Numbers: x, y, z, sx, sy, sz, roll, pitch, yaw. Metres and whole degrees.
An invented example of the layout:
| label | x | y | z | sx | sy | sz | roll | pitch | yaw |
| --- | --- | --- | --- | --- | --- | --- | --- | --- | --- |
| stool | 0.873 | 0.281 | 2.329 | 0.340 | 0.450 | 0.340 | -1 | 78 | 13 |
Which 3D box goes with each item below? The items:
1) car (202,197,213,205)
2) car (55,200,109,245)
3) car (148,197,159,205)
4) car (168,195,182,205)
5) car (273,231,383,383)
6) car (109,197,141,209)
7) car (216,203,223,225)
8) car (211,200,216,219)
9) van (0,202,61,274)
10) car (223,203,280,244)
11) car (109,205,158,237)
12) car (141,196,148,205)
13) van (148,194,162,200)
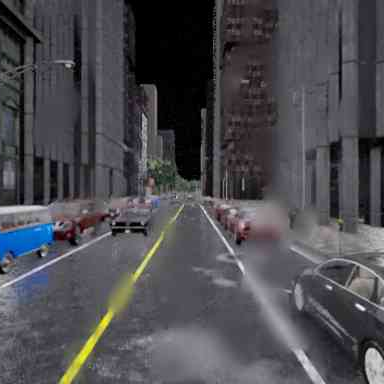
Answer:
| label | x | y | z | sx | sy | sz | roll | pitch | yaw |
| --- | --- | --- | --- | --- | --- | --- | --- | --- | --- |
| car | 2.761 | 1.518 | 59.186 | 1.967 | 1.590 | 4.097 | 0 | 0 | 0 |
| car | -5.762 | 1.321 | 15.656 | 2.192 | 1.841 | 5.009 | 0 | 0 | 0 |
| car | -5.764 | 1.620 | 42.860 | 1.802 | 1.307 | 4.206 | 0 | 0 | 0 |
| car | -3.001 | 1.687 | 62.567 | 1.994 | 1.385 | 4.181 | 0 | 0 | 0 |
| car | 2.763 | 1.553 | 4.780 | 2.008 | 1.369 | 4.403 | 0 | 0 | 0 |
| car | -5.762 | 1.325 | 26.538 | 2.192 | 1.841 | 5.009 | 0 | 0 | 0 |
| car | 2.763 | 1.590 | 21.103 | 1.802 | 1.307 | 4.206 | 0 | 0 | 0 |
| car | 2.763 | 1.555 | 26.543 | 1.887 | 1.381 | 4.507 | 0 | 0 | 0 |
| van | -5.762 | 1.345 | 10.215 | 1.690 | 1.788 | 3.998 | 0 | 0 | 0 |
| car | 2.763 | 1.446 | 15.662 | 1.967 | 1.590 | 4.097 | 0 | 0 | 0 |
| car | -3.102 | 1.607 | 18.302 | 1.895 | 1.301 | 4.718 | 0 | 0 | 0 |
| car | -5.763 | 1.455 | 31.980 | 1.967 | 1.590 | 4.097 | 0 | 0 | 0 |
| van | -5.764 | 1.393 | 48.302 | 1.690 | 1.788 | 3.998 | 0 | 0 | 0 |
